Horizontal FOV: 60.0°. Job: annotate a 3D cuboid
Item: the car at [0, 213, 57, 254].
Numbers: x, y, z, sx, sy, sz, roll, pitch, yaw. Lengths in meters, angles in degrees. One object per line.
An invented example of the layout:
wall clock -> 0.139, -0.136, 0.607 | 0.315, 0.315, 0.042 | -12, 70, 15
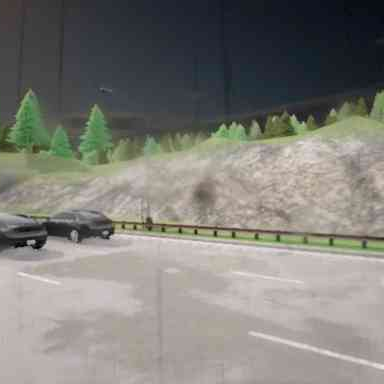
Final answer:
car -> -7.984, 1.643, 13.864 | 4.892, 1.490, 1.837 | 0, 0, 36

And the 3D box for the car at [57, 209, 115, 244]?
car -> -5.952, 1.642, 16.713 | 4.892, 1.490, 1.837 | 0, 0, 36
